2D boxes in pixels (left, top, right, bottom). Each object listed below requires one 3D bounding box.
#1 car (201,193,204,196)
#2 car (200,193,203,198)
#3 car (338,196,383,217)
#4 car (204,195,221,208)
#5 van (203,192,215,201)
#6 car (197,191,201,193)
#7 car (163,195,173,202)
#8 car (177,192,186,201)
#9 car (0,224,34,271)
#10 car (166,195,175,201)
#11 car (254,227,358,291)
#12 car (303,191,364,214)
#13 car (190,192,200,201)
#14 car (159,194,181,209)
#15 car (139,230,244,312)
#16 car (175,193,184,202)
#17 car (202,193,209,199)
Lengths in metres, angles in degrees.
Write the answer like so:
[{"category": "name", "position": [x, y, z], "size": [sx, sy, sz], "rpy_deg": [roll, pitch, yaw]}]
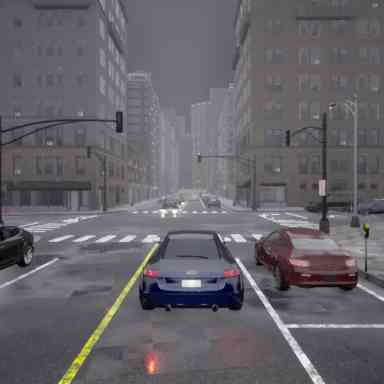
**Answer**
[{"category": "car", "position": [3.227, 1.424, 68.138], "size": [1.802, 1.307, 4.206], "rpy_deg": [0, 0, 0]}, {"category": "car", "position": [3.274, 1.389, 73.694], "size": [1.802, 1.307, 4.206], "rpy_deg": [0, 0, 0]}, {"category": "car", "position": [15.657, 1.290, 27.962], "size": [5.357, 1.411, 2.033], "rpy_deg": [-1, 0, 0]}, {"category": "car", "position": [3.034, 1.508, 45.929], "size": [1.802, 1.307, 4.206], "rpy_deg": [0, 0, 0]}, {"category": "van", "position": [3.081, 1.250, 51.480], "size": [1.690, 1.788, 3.998], "rpy_deg": [0, 0, 0]}, {"category": "car", "position": [0.601, 1.087, 84.368], "size": [2.128, 1.511, 4.902], "rpy_deg": [0, 0, 0]}, {"category": "car", "position": [-5.251, 1.357, 73.770], "size": [2.008, 1.369, 4.403], "rpy_deg": [0, 0, 0]}, {"category": "car", "position": [-2.526, 1.329, 69.515], "size": [2.128, 1.511, 4.902], "rpy_deg": [0, 0, 0]}, {"category": "car", "position": [-5.766, 1.564, 8.722], "size": [1.947, 1.339, 4.313], "rpy_deg": [0, 0, 0]}, {"category": "car", "position": [-5.203, 1.348, 79.322], "size": [1.802, 1.307, 4.206], "rpy_deg": [0, 0, 0]}, {"category": "car", "position": [2.759, 1.580, 8.720], "size": [1.802, 1.307, 4.206], "rpy_deg": [0, 0, 0]}, {"category": "car", "position": [13.377, 0.980, 31.219], "size": [5.566, 2.045, 2.150], "rpy_deg": [-1, 0, 0]}, {"category": "car", "position": [0.516, 1.319, 74.368], "size": [1.812, 1.442, 4.674], "rpy_deg": [0, 0, 0]}, {"category": "car", "position": [-2.838, 1.437, 43.904], "size": [1.837, 1.490, 4.892], "rpy_deg": [0, 0, 2]}, {"category": "car", "position": [0.002, 1.562, 7.799], "size": [1.994, 1.385, 4.181], "rpy_deg": [0, 0, 0]}, {"category": "car", "position": [-2.736, 1.422, 55.640], "size": [1.812, 1.442, 4.674], "rpy_deg": [0, 0, 1]}, {"category": "car", "position": [3.816, 1.144, 93.078], "size": [1.882, 1.535, 5.008], "rpy_deg": [0, 0, 0]}]
